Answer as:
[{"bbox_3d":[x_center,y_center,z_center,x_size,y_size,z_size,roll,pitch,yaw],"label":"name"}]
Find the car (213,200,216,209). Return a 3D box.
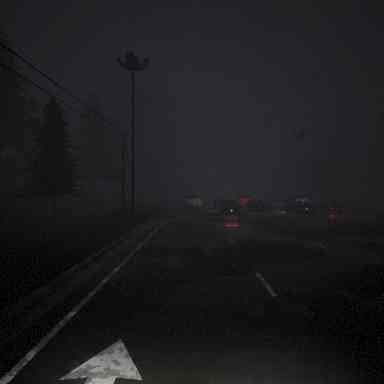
[{"bbox_3d":[3.824,1.547,44.433,2.033,1.411,5.357,0,0,1],"label":"car"}]

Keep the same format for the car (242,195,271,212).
[{"bbox_3d":[7.313,1.478,38.305,1.882,1.535,5.008,0,0,1],"label":"car"}]

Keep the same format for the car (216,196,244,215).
[{"bbox_3d":[3.787,1.505,34.053,1.837,1.490,4.892,0,0,0],"label":"car"}]

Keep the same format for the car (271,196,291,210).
[{"bbox_3d":[10.819,1.547,43.271,2.033,1.411,5.357,0,0,0],"label":"car"}]

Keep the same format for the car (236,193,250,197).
[{"bbox_3d":[7.352,1.221,48.317,2.150,2.045,5.566,0,0,1],"label":"car"}]

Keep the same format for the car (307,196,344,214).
[{"bbox_3d":[14.295,1.492,35.307,2.128,1.511,4.902,0,0,0],"label":"car"}]

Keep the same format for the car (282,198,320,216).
[{"bbox_3d":[10.783,1.564,33.181,1.994,1.385,4.181,0,0,0],"label":"car"}]

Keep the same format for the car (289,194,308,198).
[{"bbox_3d":[14.342,1.221,45.555,2.150,2.045,5.566,0,0,0],"label":"car"}]

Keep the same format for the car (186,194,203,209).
[{"bbox_3d":[0.344,1.221,44.654,2.150,2.045,5.566,0,0,1],"label":"car"}]
